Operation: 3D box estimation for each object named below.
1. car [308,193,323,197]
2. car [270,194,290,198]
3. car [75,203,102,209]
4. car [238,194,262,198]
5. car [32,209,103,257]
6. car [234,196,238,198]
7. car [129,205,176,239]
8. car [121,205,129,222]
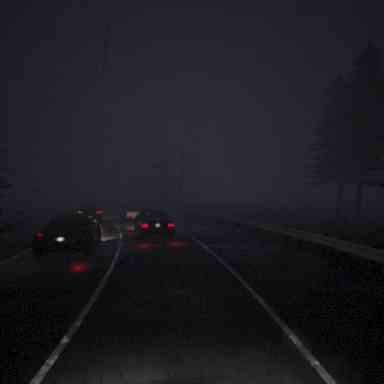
[{"bbox_3d":[33.112,1.423,89.254,5.566,2.045,2.150,0,0,-40],"label":"car"},{"bbox_3d":[20.384,1.541,79.948,4.553,1.767,2.097,0,0,-28],"label":"car"},{"bbox_3d":[-7.877,1.598,25.462,1.812,1.442,4.674,0,0,-19],"label":"car"},{"bbox_3d":[15.354,1.428,85.136,5.566,2.045,2.150,0,0,-28],"label":"car"},{"bbox_3d":[-4.836,1.601,13.311,1.994,1.385,4.181,0,0,-10],"label":"car"},{"bbox_3d":[12.740,1.567,87.752,4.553,1.767,2.097,0,0,-25],"label":"car"},{"bbox_3d":[-2.120,1.595,17.813,2.033,1.411,5.357,0,0,-13],"label":"car"},{"bbox_3d":[-4.707,1.674,27.107,1.895,1.301,4.718,0,0,-18],"label":"car"}]
